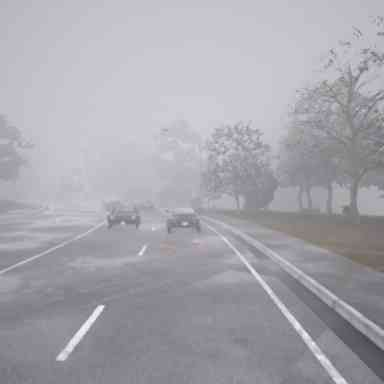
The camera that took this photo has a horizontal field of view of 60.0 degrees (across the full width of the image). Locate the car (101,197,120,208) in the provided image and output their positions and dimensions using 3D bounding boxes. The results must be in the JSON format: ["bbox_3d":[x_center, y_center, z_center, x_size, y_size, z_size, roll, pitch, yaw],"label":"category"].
[{"bbox_3d":[-10.056,1.382,41.462,1.812,1.442,4.674,1,0,-24],"label":"car"}]

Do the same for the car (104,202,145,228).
[{"bbox_3d":[-4.317,1.539,21.797,1.895,1.301,4.718,0,0,-7],"label":"car"}]

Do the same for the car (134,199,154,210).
[{"bbox_3d":[-6.195,1.497,41.303,1.994,1.385,4.181,1,0,-24],"label":"car"}]

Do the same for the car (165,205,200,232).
[{"bbox_3d":[-0.593,1.485,19.729,1.812,1.442,4.674,0,0,-6],"label":"car"}]
